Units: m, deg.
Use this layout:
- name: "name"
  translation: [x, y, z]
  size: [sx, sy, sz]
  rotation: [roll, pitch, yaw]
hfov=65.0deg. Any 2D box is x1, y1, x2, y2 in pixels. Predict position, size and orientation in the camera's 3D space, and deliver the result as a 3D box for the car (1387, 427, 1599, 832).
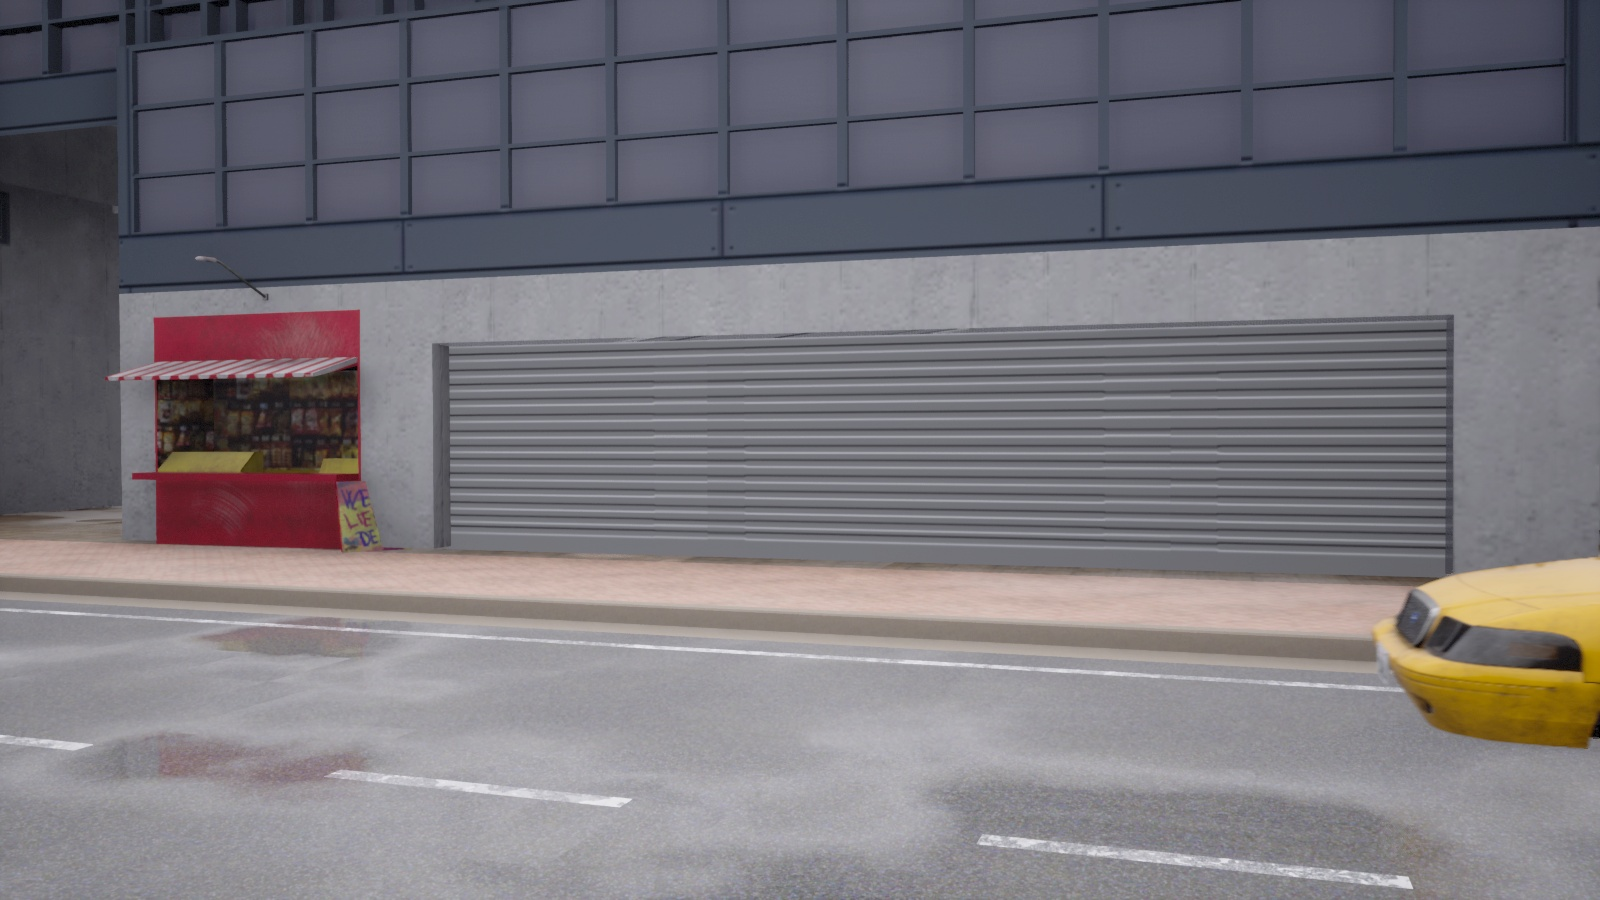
- name: "car"
  translation: [5.440, 0.705, 5.068]
  size: [5.366, 1.575, 1.801]
  rotation: [1, 1, 18]
